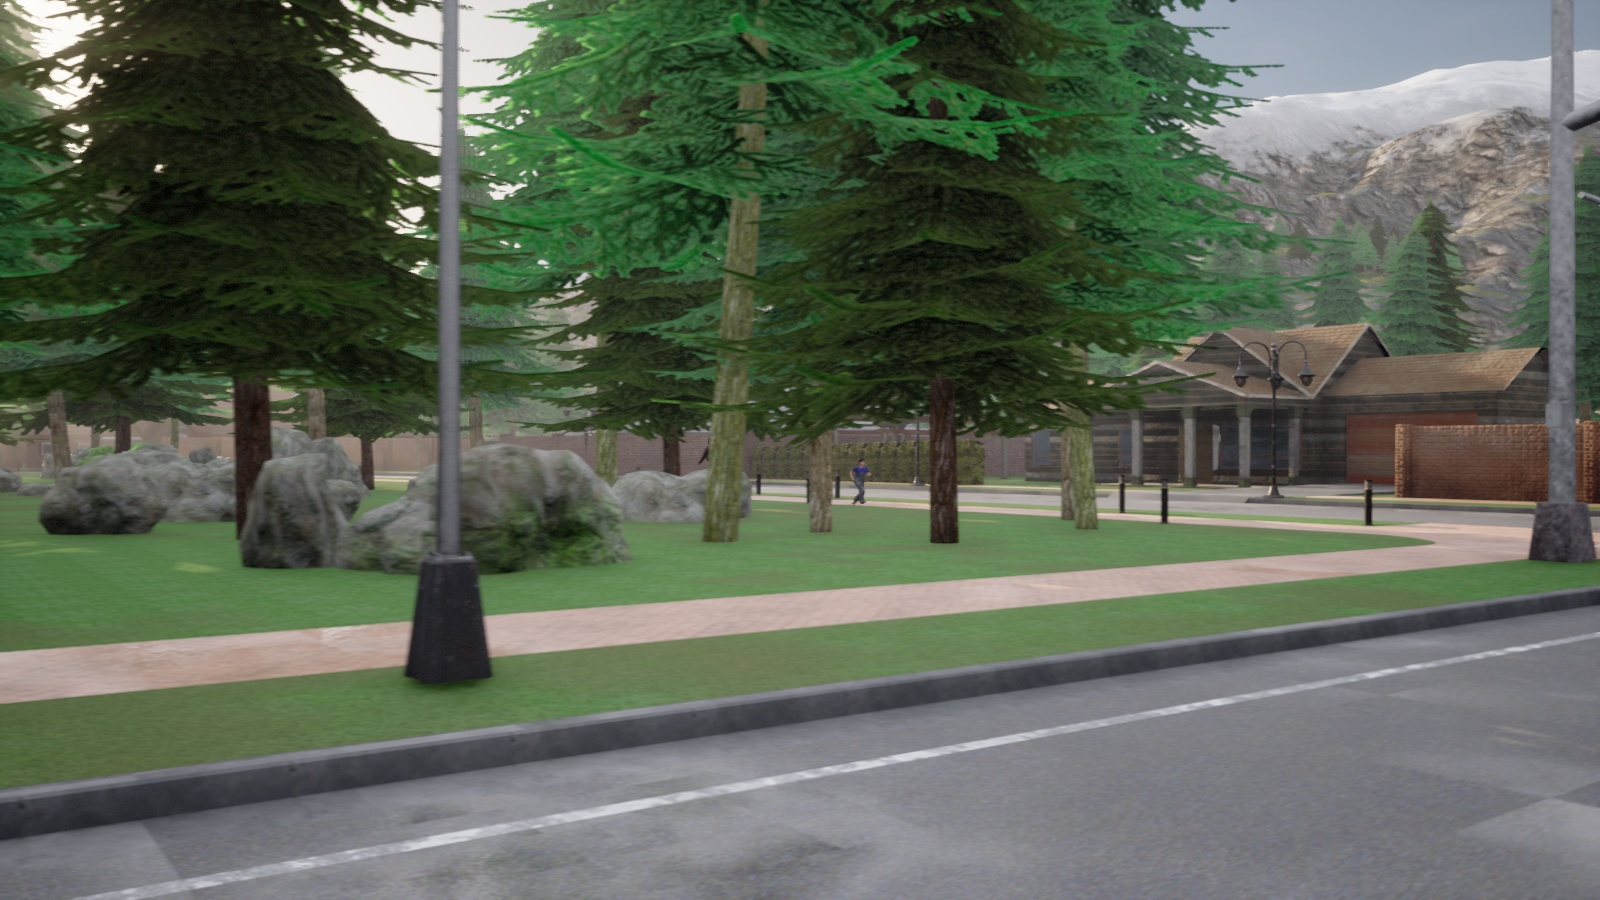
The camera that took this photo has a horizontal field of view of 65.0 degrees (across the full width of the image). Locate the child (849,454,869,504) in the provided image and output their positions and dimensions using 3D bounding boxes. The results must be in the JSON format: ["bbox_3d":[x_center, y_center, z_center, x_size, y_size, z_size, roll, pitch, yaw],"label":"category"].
[{"bbox_3d":[1.497,0.741,31.927,0.270,1.263,0.437,0,0,-37],"label":"child"}]
